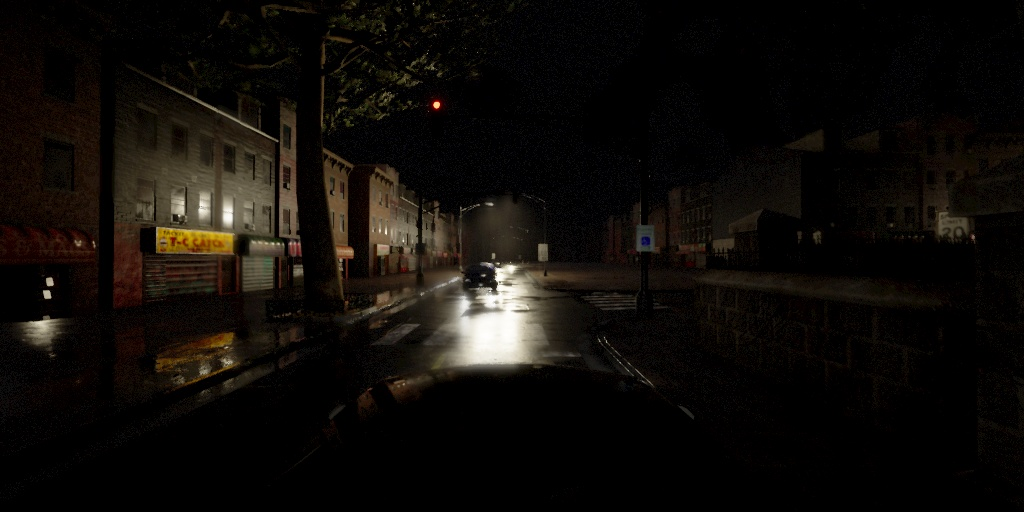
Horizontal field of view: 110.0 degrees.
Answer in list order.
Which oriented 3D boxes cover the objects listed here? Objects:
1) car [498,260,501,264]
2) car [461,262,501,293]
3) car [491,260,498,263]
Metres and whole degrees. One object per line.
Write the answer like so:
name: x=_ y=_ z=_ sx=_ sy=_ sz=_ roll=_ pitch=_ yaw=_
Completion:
car: x=-2.697 y=1.372 z=57.585 sx=2.033 sy=1.411 sz=5.357 roll=0 pitch=0 yaw=1
car: x=-2.037 y=1.282 z=21.284 sx=1.812 sy=1.442 sz=4.674 roll=0 pitch=0 yaw=-10
car: x=-2.784 y=1.371 z=37.841 sx=1.895 sy=1.301 sz=4.718 roll=0 pitch=0 yaw=0
